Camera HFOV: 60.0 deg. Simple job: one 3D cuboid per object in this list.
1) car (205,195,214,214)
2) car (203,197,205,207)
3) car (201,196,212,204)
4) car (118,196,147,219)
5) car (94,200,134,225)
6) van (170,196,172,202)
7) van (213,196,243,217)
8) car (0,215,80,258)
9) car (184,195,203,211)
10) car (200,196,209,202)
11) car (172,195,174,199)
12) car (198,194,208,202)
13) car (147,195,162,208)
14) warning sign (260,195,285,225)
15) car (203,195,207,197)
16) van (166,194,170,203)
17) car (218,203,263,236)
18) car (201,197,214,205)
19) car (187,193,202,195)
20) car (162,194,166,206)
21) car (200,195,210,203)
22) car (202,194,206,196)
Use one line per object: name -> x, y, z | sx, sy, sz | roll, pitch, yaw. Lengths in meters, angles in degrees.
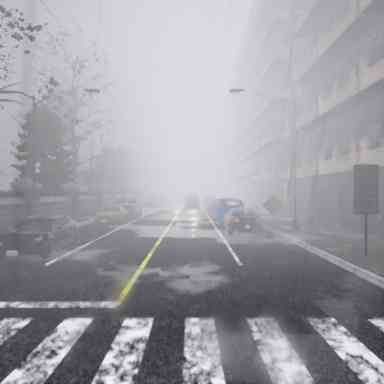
car -> 2.698, 1.441, 35.223 | 1.967, 1.590, 4.097 | 0, 0, 0
car -> 2.697, 1.555, 40.853 | 2.008, 1.369, 4.403 | 0, 0, 0
car -> 2.700, 1.571, 63.374 | 1.887, 1.381, 4.507 | 0, 0, 0
car -> -5.683, 1.314, 29.594 | 2.192, 1.841, 5.009 | 0, 0, 0
car -> -5.684, 1.522, 23.794 | 1.752, 1.417, 4.829 | 0, 0, 0
van -> -5.679, 1.375, 69.004 | 1.690, 1.788, 3.998 | 0, 0, 0
van -> 2.697, 1.338, 23.963 | 1.690, 1.788, 3.998 | 0, 0, 0
car -> -5.686, 1.562, 12.703 | 1.947, 1.339, 4.313 | 0, 0, 0
car -> 0.005, 1.483, 41.419 | 1.882, 1.535, 5.008 | 0, 0, 0
car -> 2.701, 1.625, 74.634 | 1.802, 1.307, 4.206 | 0, 0, 0
car -> -5.679, 1.594, 74.634 | 2.008, 1.369, 4.403 | 0, 0, 0
car -> 2.702, 1.369, 80.264 | 2.192, 1.841, 5.009 | 0, 0, 0
car -> -5.682, 1.449, 46.485 | 1.967, 1.590, 4.097 | 0, 0, 0
warning sign -> 5.068, 1.111, 20.976 | 1.300, 1.860, 1.060 | 0, 0, 0
car -> 2.698, 1.553, 46.483 | 1.887, 1.381, 4.507 | 0, 0, 0
van -> -5.680, 1.367, 63.375 | 1.690, 1.788, 3.998 | 0, 0, 0
car -> 2.695, 1.541, 18.332 | 1.887, 1.381, 4.507 | 0, 0, 0
car -> 2.699, 1.570, 57.744 | 2.008, 1.369, 4.403 | 0, 0, 0
car -> 0.008, 1.235, 51.867 | 2.150, 2.045, 5.566 | 0, 0, 0
car -> -5.681, 1.454, 52.115 | 1.967, 1.590, 4.097 | 0, 0, 0
car -> 2.701, 1.474, 69.003 | 1.967, 1.590, 4.097 | 0, 0, 0
car -> 2.700, 1.328, 52.114 | 2.192, 1.841, 5.009 | 0, 0, 0
